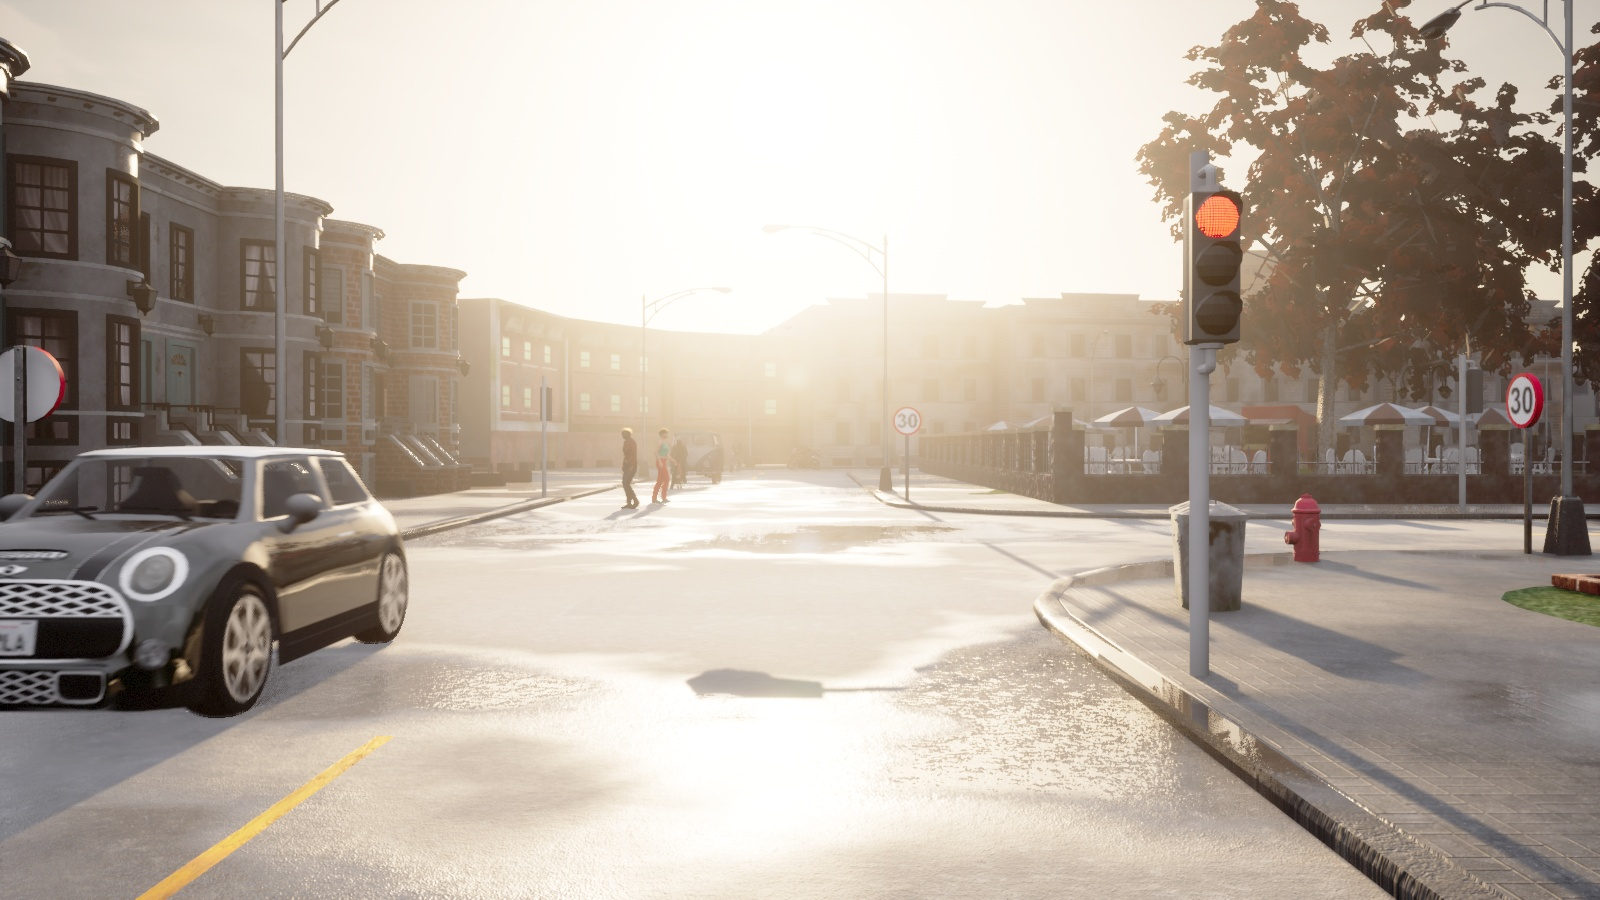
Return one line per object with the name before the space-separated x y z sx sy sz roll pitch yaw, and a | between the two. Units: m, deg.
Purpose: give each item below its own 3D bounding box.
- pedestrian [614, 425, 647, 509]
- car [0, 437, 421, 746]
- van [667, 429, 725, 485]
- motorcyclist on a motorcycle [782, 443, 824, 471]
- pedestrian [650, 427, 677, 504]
pedestrian | -3.752 0.378 27.834 0.636 1.846 0.331 0 0 -33
car | -3.958 0.664 7.900 1.970 1.475 3.806 0 0 0
van | -3.846 0.230 47.095 1.775 1.987 4.442 0 0 0
motorcyclist on a motorcycle | 0.161 0.393 69.188 2.191 1.530 0.866 0 1 -35
pedestrian | -3.294 0.366 30.241 0.594 1.836 0.345 0 0 5
